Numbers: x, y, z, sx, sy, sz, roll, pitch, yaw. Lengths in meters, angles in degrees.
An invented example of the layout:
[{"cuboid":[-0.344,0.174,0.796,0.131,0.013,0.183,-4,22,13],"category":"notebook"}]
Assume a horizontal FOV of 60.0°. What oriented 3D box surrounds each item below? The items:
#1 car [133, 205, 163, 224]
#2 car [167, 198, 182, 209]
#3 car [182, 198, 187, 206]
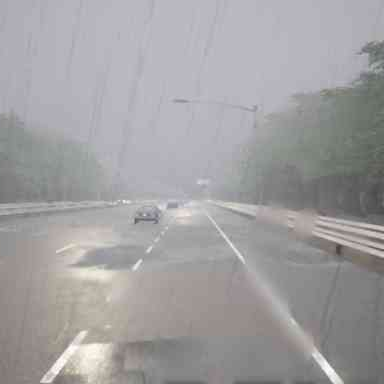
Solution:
[{"cuboid":[-3.450,1.771,26.780,2.033,1.411,5.357,0,-1,0],"category":"car"},{"cuboid":[-3.295,2.220,58.277,1.882,1.535,5.008,0,-1,0],"category":"car"},{"cuboid":[-3.056,2.828,87.445,1.837,1.490,4.892,0,-1,1],"category":"car"}]
